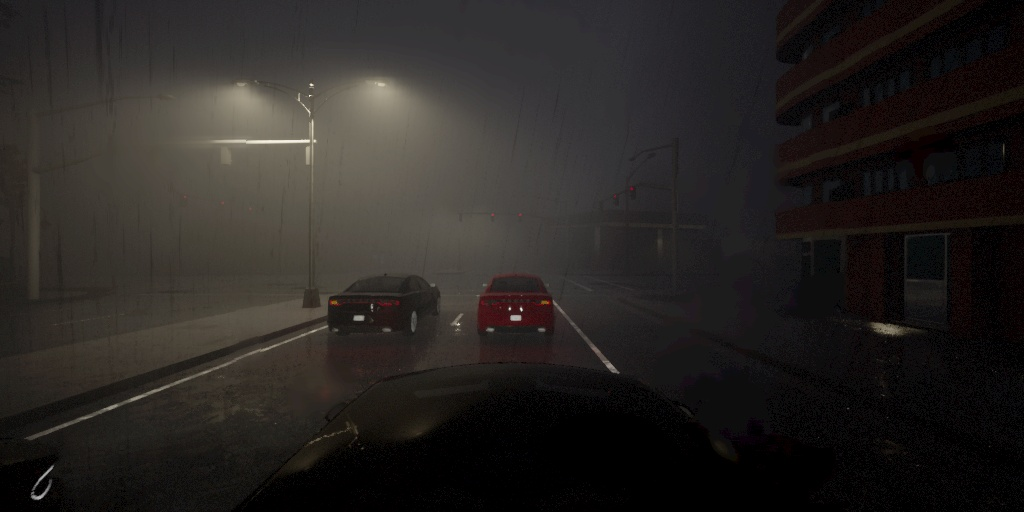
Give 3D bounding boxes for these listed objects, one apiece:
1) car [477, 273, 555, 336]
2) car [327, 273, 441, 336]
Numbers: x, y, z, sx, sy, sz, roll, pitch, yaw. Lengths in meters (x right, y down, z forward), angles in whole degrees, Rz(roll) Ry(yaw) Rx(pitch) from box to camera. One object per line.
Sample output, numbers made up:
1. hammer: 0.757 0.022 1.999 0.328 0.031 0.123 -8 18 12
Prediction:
1. car: 0.113 1.228 10.460 1.882 1.535 5.008 0 0 1
2. car: -3.392 1.228 10.447 1.882 1.535 5.008 0 0 0
